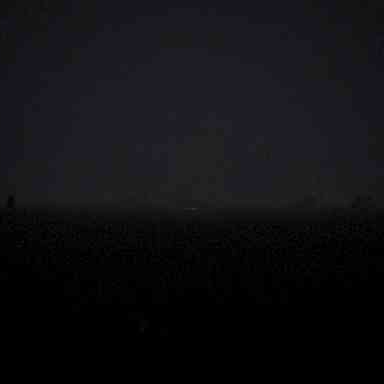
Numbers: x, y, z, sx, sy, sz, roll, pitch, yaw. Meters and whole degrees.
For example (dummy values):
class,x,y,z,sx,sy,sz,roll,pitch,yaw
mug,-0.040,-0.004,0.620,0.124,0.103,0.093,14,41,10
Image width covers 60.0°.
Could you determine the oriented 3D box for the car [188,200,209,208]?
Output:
class,x,y,z,sx,sy,sz,roll,pitch,yaw
car,1.223,2.257,61.774,1.837,1.490,4.892,1,2,36
